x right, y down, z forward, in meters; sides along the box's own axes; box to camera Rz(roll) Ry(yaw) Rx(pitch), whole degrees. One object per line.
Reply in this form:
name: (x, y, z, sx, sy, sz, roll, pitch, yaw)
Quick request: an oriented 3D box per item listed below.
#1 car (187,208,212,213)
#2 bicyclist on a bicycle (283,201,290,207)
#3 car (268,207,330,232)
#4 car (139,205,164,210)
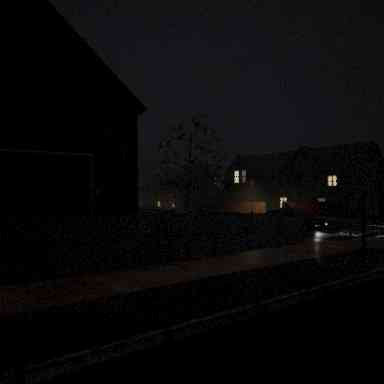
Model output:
car: (1.101, 2.161, 30.992, 1.895, 1.301, 4.718, -1, -1, -36)
bicyclist on a bicycle: (8.646, 1.659, 30.480, 1.656, 1.620, 0.582, -1, 0, -36)
car: (6.974, 1.826, 22.760, 1.837, 1.490, 4.892, -1, -1, -36)
car: (-4.890, 2.282, 39.389, 1.882, 1.535, 5.008, -1, -1, -36)
